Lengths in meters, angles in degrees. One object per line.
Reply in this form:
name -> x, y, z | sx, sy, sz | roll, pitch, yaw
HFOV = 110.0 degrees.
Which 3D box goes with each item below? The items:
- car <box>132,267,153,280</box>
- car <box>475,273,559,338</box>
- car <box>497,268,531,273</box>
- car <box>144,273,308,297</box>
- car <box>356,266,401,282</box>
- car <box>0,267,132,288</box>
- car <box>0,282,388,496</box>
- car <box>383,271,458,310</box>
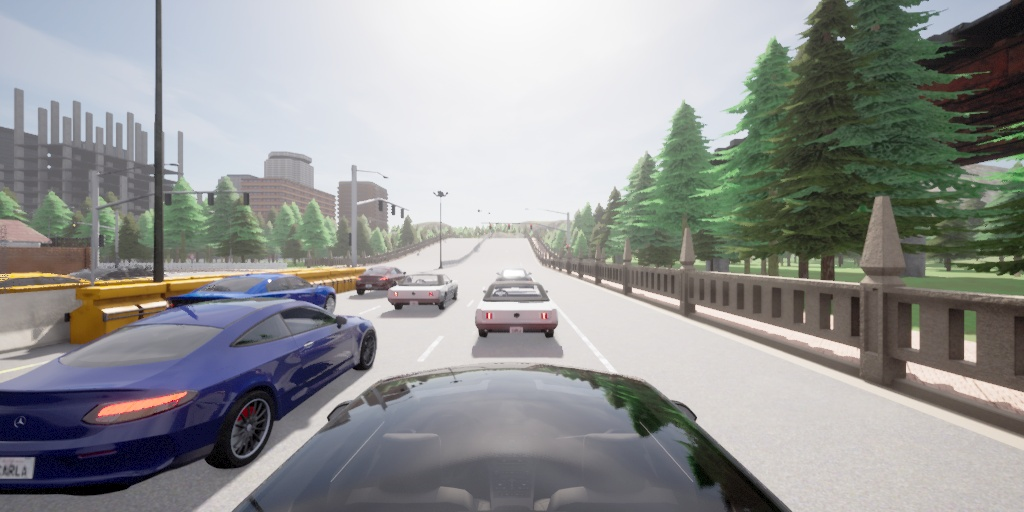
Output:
car -> -17.568, 1.252, 15.457 | 1.837, 1.490, 4.892 | 0, 0, 0
car -> 0.103, 1.348, 10.147 | 1.895, 1.301, 4.718 | 0, 0, 0
car -> 0.105, 1.309, 18.899 | 1.994, 1.385, 4.181 | 0, 0, 0
car -> -6.897, 1.225, 10.198 | 1.882, 1.535, 5.008 | 0, 0, 0
car -> -6.895, 1.270, 19.540 | 1.812, 1.442, 4.674 | 0, 0, 0
car -> -14.088, 1.225, 9.823 | 1.882, 1.535, 5.008 | 0, 0, 0
car -> -3.398, 1.275, 4.741 | 1.812, 1.442, 4.674 | 0, 0, 0
car -> -3.396, 1.347, 14.660 | 1.895, 1.301, 4.718 | 0, 0, 0
